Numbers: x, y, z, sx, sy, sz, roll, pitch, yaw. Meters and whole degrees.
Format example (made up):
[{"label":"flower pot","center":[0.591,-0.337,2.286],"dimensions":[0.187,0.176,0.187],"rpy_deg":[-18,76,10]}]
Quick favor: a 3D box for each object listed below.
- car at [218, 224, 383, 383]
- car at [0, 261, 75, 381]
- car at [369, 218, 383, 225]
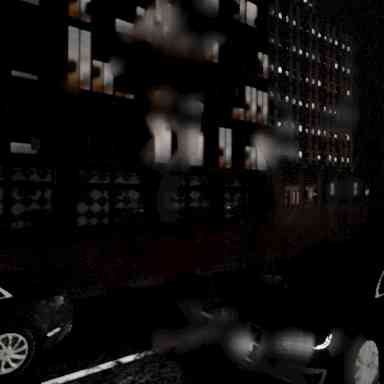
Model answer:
[{"label":"car","center":[2.597,1.516,5.244],"dimensions":[4.892,1.490,1.837],"rpy_deg":[0,0,-36]},{"label":"car","center":[-3.692,1.552,3.875],"dimensions":[4.403,1.369,2.008],"rpy_deg":[0,0,-36]},{"label":"car","center":[7.182,1.592,11.713],"dimensions":[4.313,1.339,1.947],"rpy_deg":[0,0,-36]}]
